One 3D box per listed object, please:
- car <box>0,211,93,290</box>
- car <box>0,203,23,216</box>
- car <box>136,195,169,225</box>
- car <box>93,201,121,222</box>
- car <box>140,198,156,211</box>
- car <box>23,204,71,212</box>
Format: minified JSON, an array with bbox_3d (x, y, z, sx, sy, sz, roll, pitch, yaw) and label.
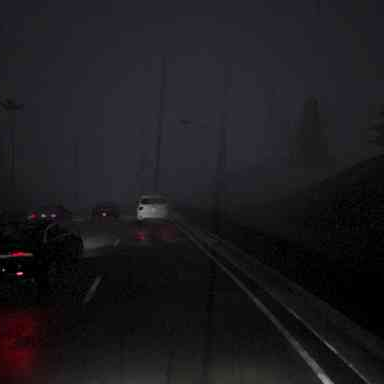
[{"bbox_3d":[-4.292,1.505,8.993,2.128,1.511,4.902,0,0,-7],"label":"car"},{"bbox_3d":[-13.458,1.532,23.897,2.128,1.511,4.902,0,0,-8],"label":"car"},{"bbox_3d":[-2.937,1.236,24.552,2.150,2.045,5.566,0,0,-8],"label":"car"},{"bbox_3d":[-6.837,1.502,26.970,1.882,1.535,5.008,0,0,-8],"label":"car"},{"bbox_3d":[-5.639,1.550,42.056,1.812,1.442,4.674,0,0,-9],"label":"car"},{"bbox_3d":[-9.894,1.578,23.770,2.033,1.411,5.357,0,0,-8],"label":"car"}]
